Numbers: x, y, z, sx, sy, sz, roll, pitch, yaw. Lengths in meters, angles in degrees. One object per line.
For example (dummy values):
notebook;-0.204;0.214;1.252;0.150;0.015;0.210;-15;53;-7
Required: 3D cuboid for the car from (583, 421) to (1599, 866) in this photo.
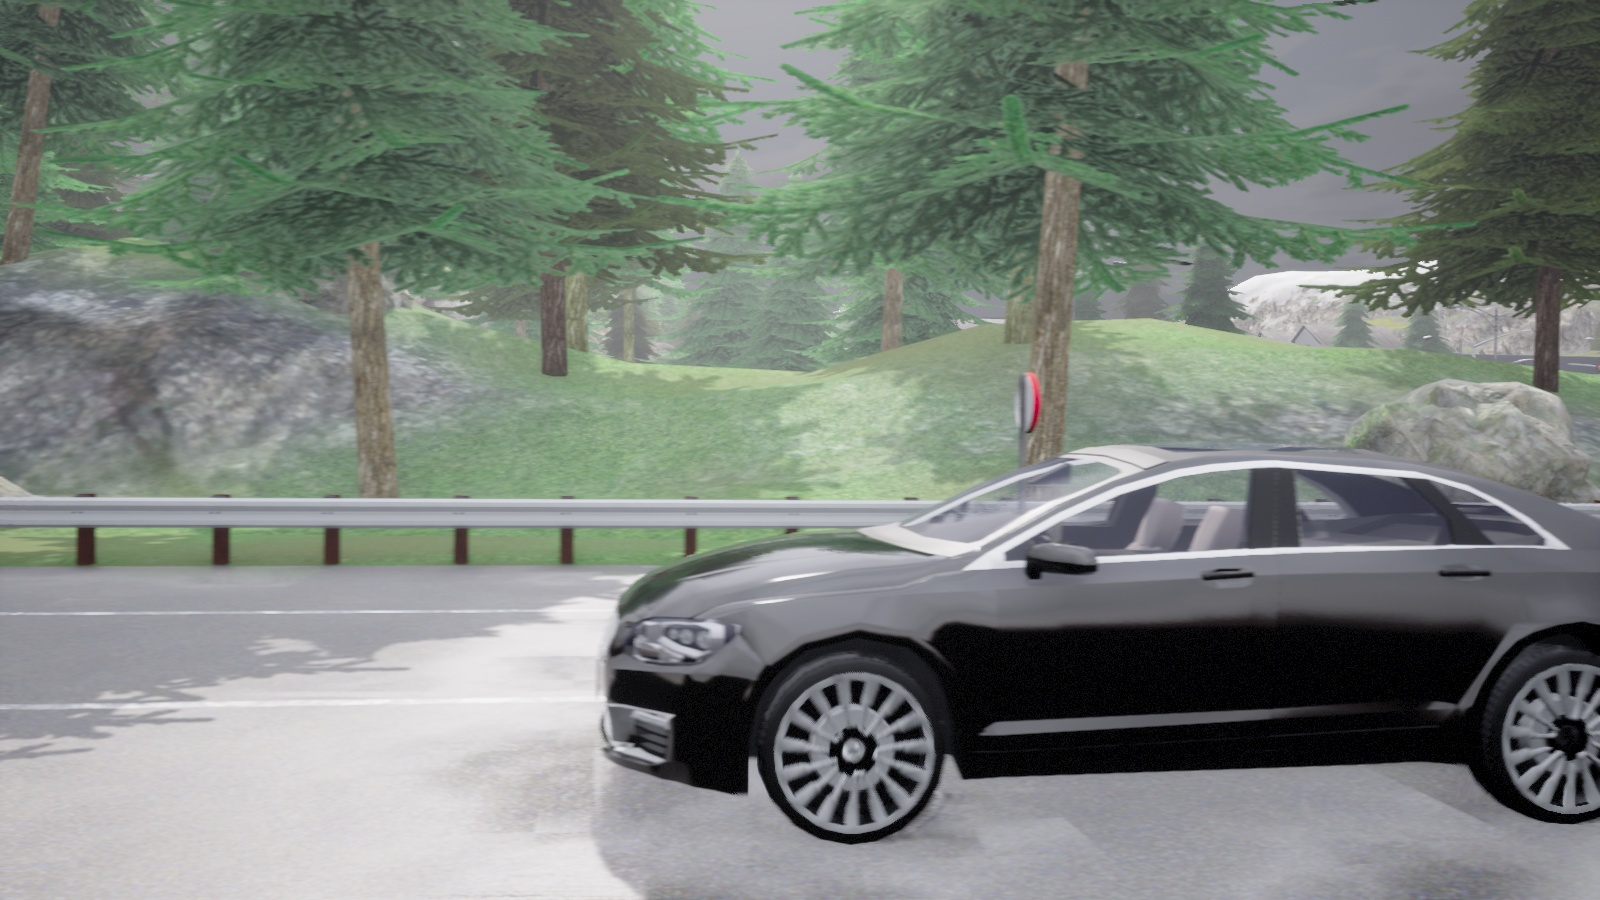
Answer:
car;1.567;0.645;5.691;4.902;1.511;2.128;-1;1;-7
